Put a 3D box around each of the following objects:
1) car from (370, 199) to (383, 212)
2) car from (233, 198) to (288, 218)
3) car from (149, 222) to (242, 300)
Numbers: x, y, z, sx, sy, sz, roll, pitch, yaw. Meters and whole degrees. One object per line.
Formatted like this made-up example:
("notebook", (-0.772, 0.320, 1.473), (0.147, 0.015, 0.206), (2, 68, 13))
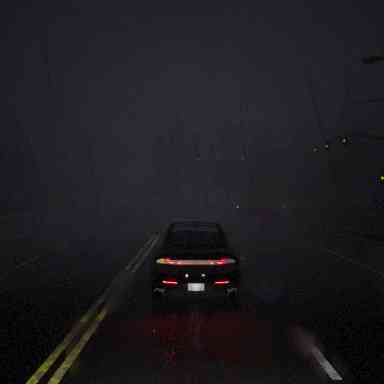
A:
("car", (22.331, 1.166, 35.993), (5.566, 2.045, 2.150), (0, 0, 0))
("car", (5.894, 1.314, 28.758), (4.553, 1.767, 2.097), (0, 0, 0))
("car", (0.071, 1.492, 8.393), (2.128, 1.511, 4.902), (0, 0, 0))
